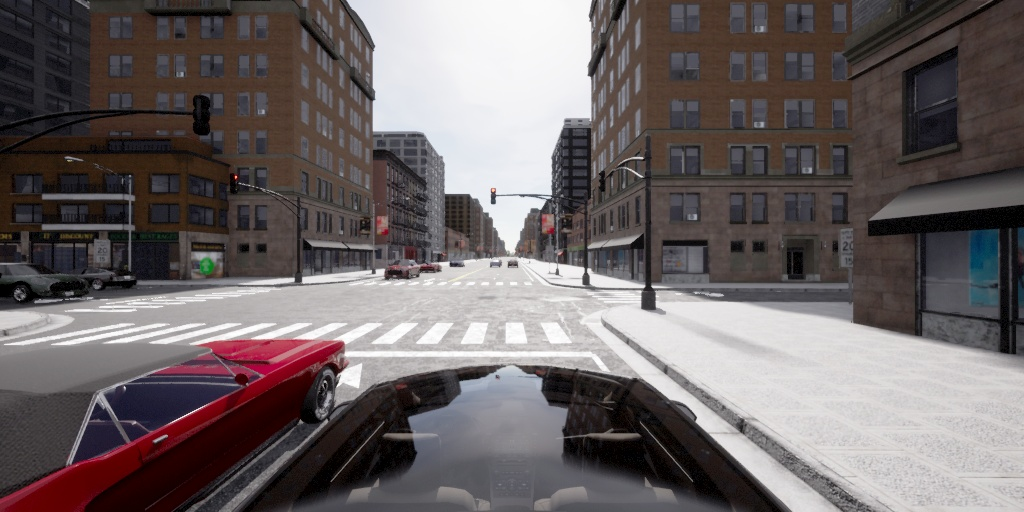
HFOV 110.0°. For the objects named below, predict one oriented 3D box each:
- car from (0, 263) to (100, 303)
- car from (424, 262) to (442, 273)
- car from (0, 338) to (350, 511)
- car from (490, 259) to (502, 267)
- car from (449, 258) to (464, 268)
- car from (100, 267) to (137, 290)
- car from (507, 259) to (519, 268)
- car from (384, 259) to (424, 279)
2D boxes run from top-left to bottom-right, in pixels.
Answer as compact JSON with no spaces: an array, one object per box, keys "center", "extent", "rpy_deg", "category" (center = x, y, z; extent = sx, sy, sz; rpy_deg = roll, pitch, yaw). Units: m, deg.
[{"center":[-22.165,1.096,16.172],"extent":[4.553,1.767,2.097],"rpy_deg":[0,0,0],"category":"car"},{"center":[-9.743,1.349,43.035],"extent":[1.895,1.301,4.718],"rpy_deg":[0,0,0],"category":"car"},{"center":[-3.157,1.351,2.816],"extent":[1.895,1.301,4.718],"rpy_deg":[0,0,0],"category":"car"},{"center":[-2.988,1.291,64.133],"extent":[2.033,1.411,5.357],"rpy_deg":[0,0,0],"category":"car"},{"center":[-9.644,1.095,62.607],"extent":[2.097,1.767,4.553],"rpy_deg":[0,0,1],"category":"car"},{"center":[-25.325,1.330,21.680],"extent":[4.313,1.339,1.948],"rpy_deg":[0,0,0],"category":"car"},{"center":[0.157,1.249,62.178],"extent":[1.837,1.490,4.892],"rpy_deg":[0,0,0],"category":"car"},{"center":[-9.771,1.103,32.154],"extent":[2.097,1.767,4.553],"rpy_deg":[0,0,0],"category":"car"}]
